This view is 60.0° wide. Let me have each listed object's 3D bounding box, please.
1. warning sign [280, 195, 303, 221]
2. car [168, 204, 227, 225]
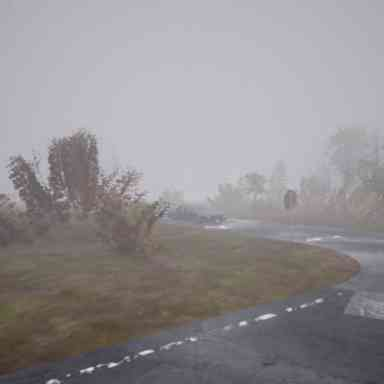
[{"bbox_3d":[7.357,1.170,24.525,1.300,1.860,1.060,0,0,-35],"label":"warning sign"},{"bbox_3d":[0.217,1.575,24.681,2.033,1.411,5.357,0,0,-35],"label":"car"}]
